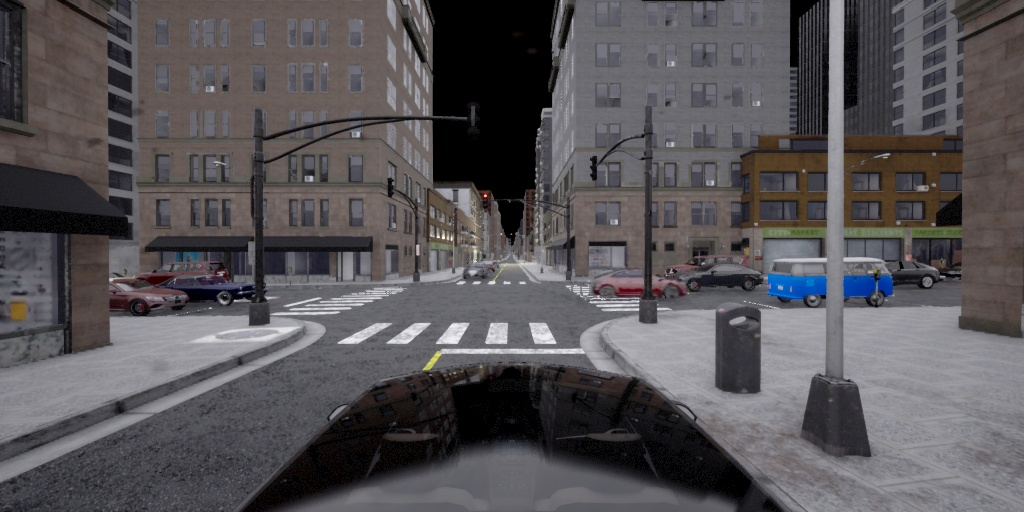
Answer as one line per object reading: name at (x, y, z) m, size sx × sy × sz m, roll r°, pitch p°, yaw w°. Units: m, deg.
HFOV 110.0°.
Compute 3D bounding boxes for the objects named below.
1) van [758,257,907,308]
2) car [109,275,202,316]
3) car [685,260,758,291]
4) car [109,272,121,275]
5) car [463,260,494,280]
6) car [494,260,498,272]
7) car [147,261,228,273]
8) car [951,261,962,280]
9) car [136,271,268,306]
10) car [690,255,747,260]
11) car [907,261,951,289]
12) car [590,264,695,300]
van at (12.119, 0.957, 13.729) m, size 3.998 × 1.789 × 1.690 m, roll 0°, pitch 0°, yaw 0°
car at (-14.817, 1.527, 13.666) m, size 4.207 × 1.307 × 1.802 m, roll 0°, pitch 0°, yaw 0°
car at (11.103, 1.113, 19.603) m, size 4.674 × 1.442 × 1.812 m, roll -1°, pitch 0°, yaw 1°
car at (-26.017, 1.550, 22.165) m, size 4.829 × 1.417 × 1.751 m, roll 0°, pitch 0°, yaw 0°
car at (-3.163, 1.244, 31.948) m, size 2.128 × 1.511 × 4.902 m, roll 0°, pitch 0°, yaw 2°
car at (-3.087, 1.290, 44.988) m, size 1.812 × 1.442 × 4.674 m, roll 0°, pitch 0°, yaw 0°
car at (-20.343, 1.270, 22.178) m, size 5.009 × 1.841 × 2.192 m, roll 0°, pitch 0°, yaw 0°
car at (28.926, 0.915, 22.295) m, size 4.313 × 1.339 × 1.948 m, roll 0°, pitch 0°, yaw 0°
car at (-13.953, 1.517, 16.330) m, size 4.718 × 1.301 × 1.895 m, roll -1°, pitch 0°, yaw 0°
car at (12.098, 0.871, 22.255) m, size 5.009 × 1.841 × 2.192 m, roll 0°, pitch 0°, yaw 0°
car at (20.289, 0.980, 19.608) m, size 4.892 × 1.490 × 1.837 m, roll -1°, pitch 0°, yaw 0°
car at (5.772, 1.245, 16.614) m, size 4.181 × 1.385 × 1.994 m, roll -1°, pitch 1°, yaw 10°
